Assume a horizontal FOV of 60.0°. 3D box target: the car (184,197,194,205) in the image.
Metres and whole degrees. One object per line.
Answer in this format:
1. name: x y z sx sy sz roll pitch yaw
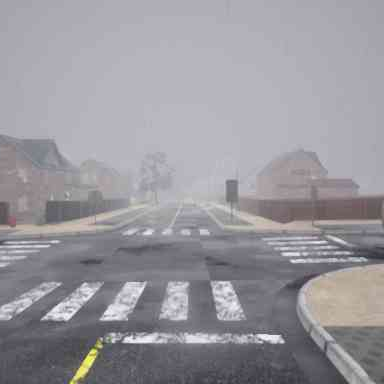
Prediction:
1. car: -0.597 1.814 66.817 1.994 1.385 4.181 0 0 -2

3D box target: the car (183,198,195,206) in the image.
1. car: -0.453 1.696 56.790 1.812 1.442 4.674 0 0 -1
